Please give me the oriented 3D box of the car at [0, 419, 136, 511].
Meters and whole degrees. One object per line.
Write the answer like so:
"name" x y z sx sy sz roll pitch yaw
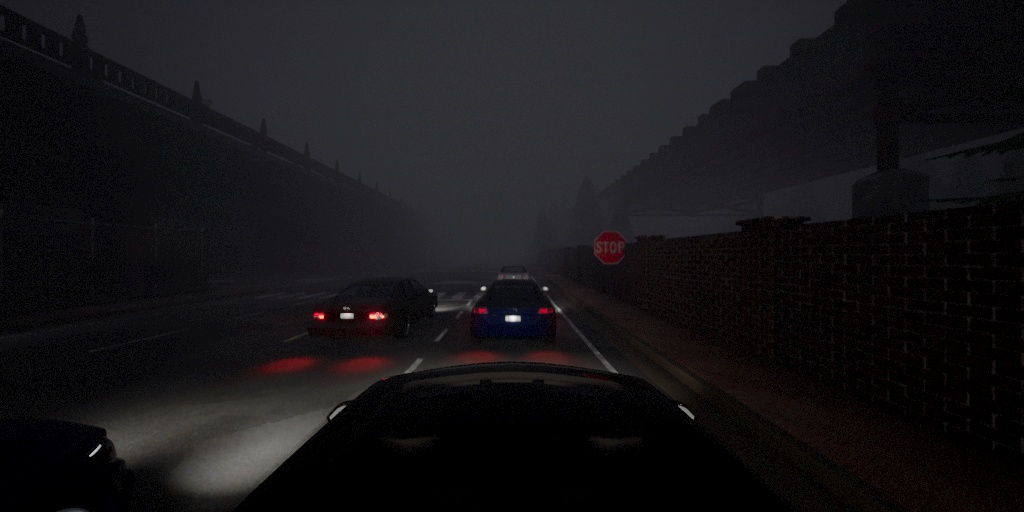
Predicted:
"car" -3.396 1.278 0.358 1.812 1.442 4.674 0 0 0

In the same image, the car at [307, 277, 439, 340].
"car" -3.420 1.283 9.930 2.033 1.411 5.357 0 0 0

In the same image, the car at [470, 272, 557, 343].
"car" 0.063 1.300 9.634 1.994 1.385 4.181 0 0 1

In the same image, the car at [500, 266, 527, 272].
"car" 0.111 1.311 23.895 1.895 1.301 4.718 0 0 1
